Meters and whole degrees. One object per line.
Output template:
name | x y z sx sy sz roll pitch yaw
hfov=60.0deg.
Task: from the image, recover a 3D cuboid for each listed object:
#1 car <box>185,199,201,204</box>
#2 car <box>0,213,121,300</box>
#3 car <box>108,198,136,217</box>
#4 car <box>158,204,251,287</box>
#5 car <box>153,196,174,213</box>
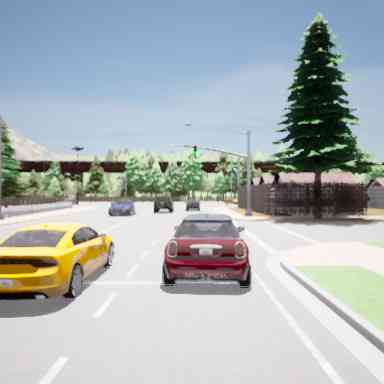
car | 0.135 1.746 44.469 1.837 1.490 4.892 0 0 1
car | -3.405 1.525 8.581 1.882 1.535 5.008 0 0 0
car | -7.074 1.536 33.901 2.097 1.767 4.553 0 0 0
car | 0.495 1.405 9.720 2.097 1.767 4.553 0 0 5
car | -3.382 1.442 40.395 2.150 2.045 5.566 0 0 0
